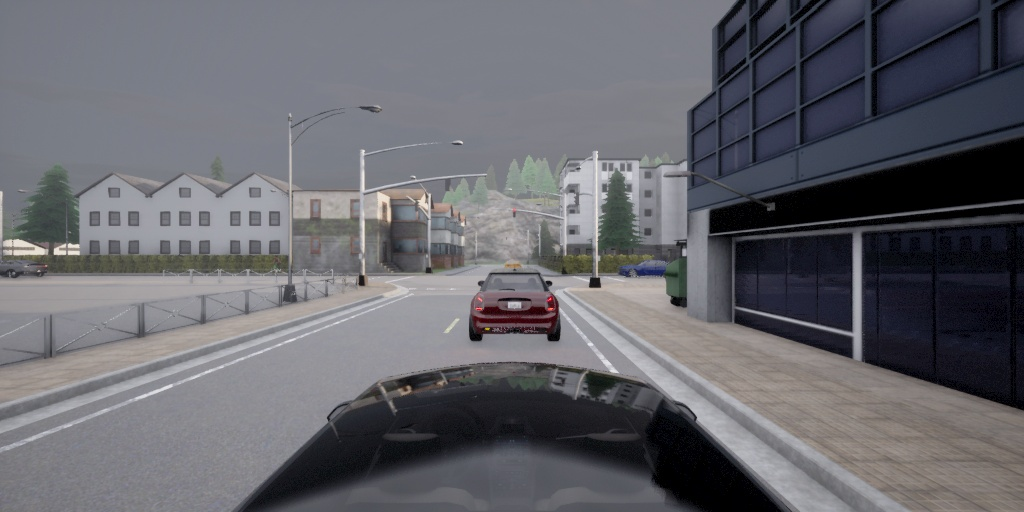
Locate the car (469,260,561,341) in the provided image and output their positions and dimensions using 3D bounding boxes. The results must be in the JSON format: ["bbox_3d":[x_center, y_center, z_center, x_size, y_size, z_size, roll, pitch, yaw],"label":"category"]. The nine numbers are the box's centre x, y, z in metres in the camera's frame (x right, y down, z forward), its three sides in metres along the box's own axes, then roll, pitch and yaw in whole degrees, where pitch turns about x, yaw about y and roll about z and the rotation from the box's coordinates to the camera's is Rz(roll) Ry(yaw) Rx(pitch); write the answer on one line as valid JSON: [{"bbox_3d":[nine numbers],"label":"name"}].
[{"bbox_3d":[0.085,1.102,10.014,2.097,1.767,4.553,0,0,1],"label":"car"}]

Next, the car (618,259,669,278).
[{"bbox_3d":[11.443,1.051,29.919,5.008,1.535,1.882,0,0,2],"label":"car"}]

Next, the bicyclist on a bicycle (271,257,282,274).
[{"bbox_3d":[-22.211,0.874,33.856,0.582,1.620,1.656,0,0,0],"label":"bicyclist on a bicycle"}]

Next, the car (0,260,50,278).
[{"bbox_3d":[-42.102,1.065,30.105,4.902,1.511,2.128,0,0,0],"label":"car"}]

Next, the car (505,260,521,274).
[{"bbox_3d":[0.144,1.228,42.974,1.882,1.535,5.008,0,0,0],"label":"car"}]
